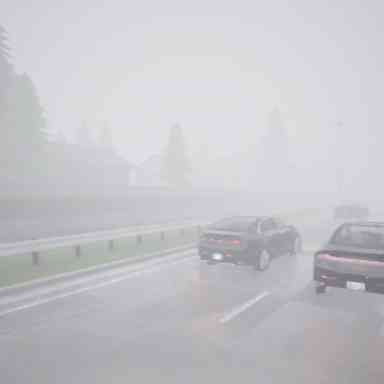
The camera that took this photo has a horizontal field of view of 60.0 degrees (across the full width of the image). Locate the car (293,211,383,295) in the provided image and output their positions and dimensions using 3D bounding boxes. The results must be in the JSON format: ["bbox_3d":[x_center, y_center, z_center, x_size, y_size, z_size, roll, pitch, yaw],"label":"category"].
[{"bbox_3d":[4.297,1.452,7.911,2.128,1.511,4.902,0,0,35],"label":"car"}]

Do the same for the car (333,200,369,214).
[{"bbox_3d":[12.152,1.353,25.278,1.882,1.535,5.008,0,0,35],"label":"car"}]

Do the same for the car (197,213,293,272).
[{"bbox_3d":[2.048,1.455,10.804,1.837,1.490,4.892,0,0,35],"label":"car"}]
